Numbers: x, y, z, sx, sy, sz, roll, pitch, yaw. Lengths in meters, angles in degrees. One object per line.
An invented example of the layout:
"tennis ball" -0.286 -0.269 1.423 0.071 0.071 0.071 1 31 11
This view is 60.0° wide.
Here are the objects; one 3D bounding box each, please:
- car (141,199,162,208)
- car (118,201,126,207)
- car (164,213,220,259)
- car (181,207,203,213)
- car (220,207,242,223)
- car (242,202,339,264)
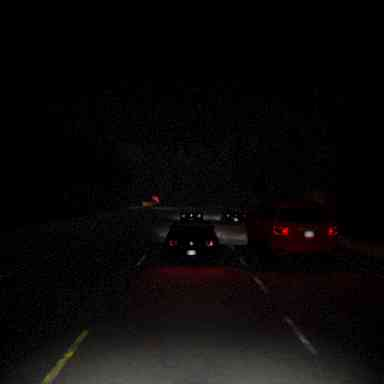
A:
"car" -7.507 2.161 62.203 1.882 1.535 5.008 1 -1 -43
"car" -14.757 2.219 63.131 4.674 1.442 1.812 -1 -1 26
"car" 0.002 1.748 13.237 1.895 1.301 4.718 0 -1 0
"car" -0.024 1.912 28.236 1.895 1.301 4.718 0 -1 0
"car" 3.476 1.913 28.242 1.895 1.301 4.718 0 -1 0
"car" 3.494 1.365 12.571 2.150 2.045 5.566 0 0 0
